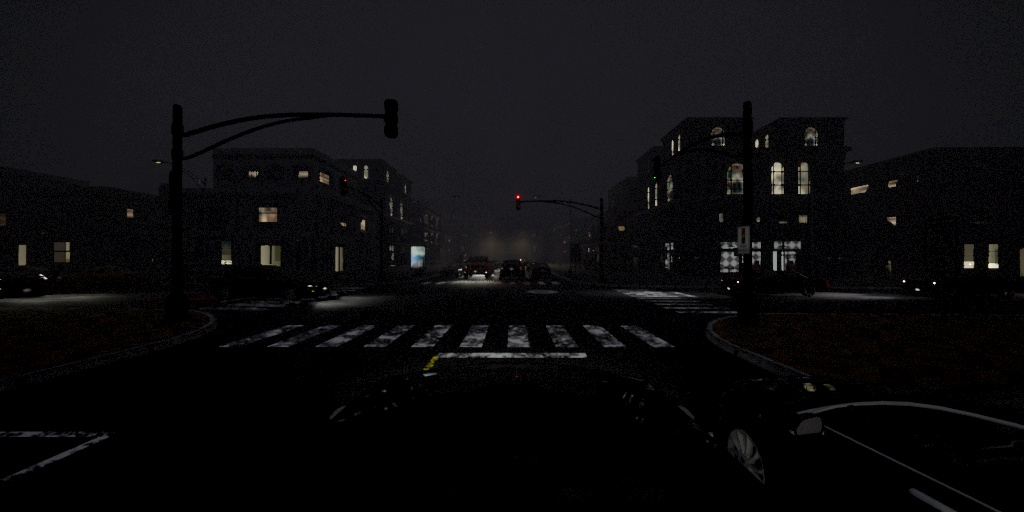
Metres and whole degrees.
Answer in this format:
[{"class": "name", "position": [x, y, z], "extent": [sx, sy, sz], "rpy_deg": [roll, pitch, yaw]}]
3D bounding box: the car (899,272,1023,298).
[{"class": "car", "position": [23.749, 1.481, 19.022], "extent": [4.718, 1.301, 1.895], "rpy_deg": [0, 0, 1]}]

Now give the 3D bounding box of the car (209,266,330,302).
[{"class": "car", "position": [-10.940, 1.213, 16.351], "extent": [4.892, 1.490, 1.837], "rpy_deg": [0, 0, 1]}]

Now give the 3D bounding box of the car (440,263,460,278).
[{"class": "car", "position": [-5.693, 1.335, 33.982], "extent": [1.802, 1.307, 4.207], "rpy_deg": [0, 0, 0]}]

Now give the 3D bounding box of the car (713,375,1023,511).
[{"class": "car", "position": [2.691, 1.300, 1.580], "extent": [2.007, 1.370, 4.403], "rpy_deg": [0, 0, 0]}]

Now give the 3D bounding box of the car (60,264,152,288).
[{"class": "car", "position": [-25.456, 1.194, 22.362], "extent": [4.829, 1.417, 1.751], "rpy_deg": [0, 0, 1]}]

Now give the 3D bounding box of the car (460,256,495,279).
[{"class": "car", "position": [-3.115, 0.975, 33.519], "extent": [2.150, 2.045, 5.566], "rpy_deg": [0, 0, 1]}]

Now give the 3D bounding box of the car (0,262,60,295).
[{"class": "car", "position": [-24.568, 0.992, 16.562], "extent": [4.553, 1.767, 2.097], "rpy_deg": [0, 0, 1]}]

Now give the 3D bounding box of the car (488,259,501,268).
[{"class": "car", "position": [-3.056, 1.306, 63.090], "extent": [2.033, 1.411, 5.357], "rpy_deg": [0, 0, 1]}]

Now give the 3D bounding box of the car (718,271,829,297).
[{"class": "car", "position": [13.800, 1.432, 19.168], "extent": [4.718, 1.301, 1.895], "rpy_deg": [0, 0, 1]}]

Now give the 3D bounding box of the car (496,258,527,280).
[{"class": "car", "position": [0.039, 1.104, 31.895], "extent": [2.097, 1.767, 4.553], "rpy_deg": [0, 0, 2]}]

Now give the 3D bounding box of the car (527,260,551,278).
[{"class": "car", "position": [2.688, 1.318, 33.970], "extent": [1.948, 1.339, 4.313], "rpy_deg": [0, 0, 0]}]
